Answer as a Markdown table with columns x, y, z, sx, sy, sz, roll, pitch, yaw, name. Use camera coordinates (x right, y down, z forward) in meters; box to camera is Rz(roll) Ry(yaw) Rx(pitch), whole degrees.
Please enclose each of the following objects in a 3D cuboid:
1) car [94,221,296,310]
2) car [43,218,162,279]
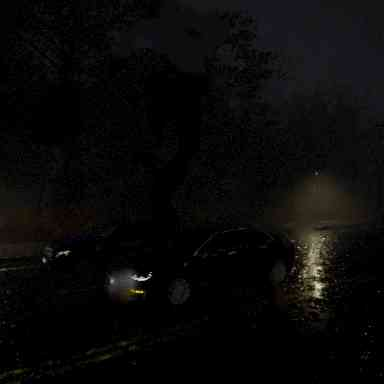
| x | y | z | sx | sy | sz | roll | pitch | yaw | name |
| --- | --- | --- | --- | --- | --- | --- | --- | --- | --- |
| 0.427 | 1.526 | 7.957 | 4.892 | 1.490 | 1.837 | 0 | 0 | -35 | car |
| -2.026 | 1.545 | 10.204 | 4.674 | 1.442 | 1.812 | 0 | 0 | -35 | car |
